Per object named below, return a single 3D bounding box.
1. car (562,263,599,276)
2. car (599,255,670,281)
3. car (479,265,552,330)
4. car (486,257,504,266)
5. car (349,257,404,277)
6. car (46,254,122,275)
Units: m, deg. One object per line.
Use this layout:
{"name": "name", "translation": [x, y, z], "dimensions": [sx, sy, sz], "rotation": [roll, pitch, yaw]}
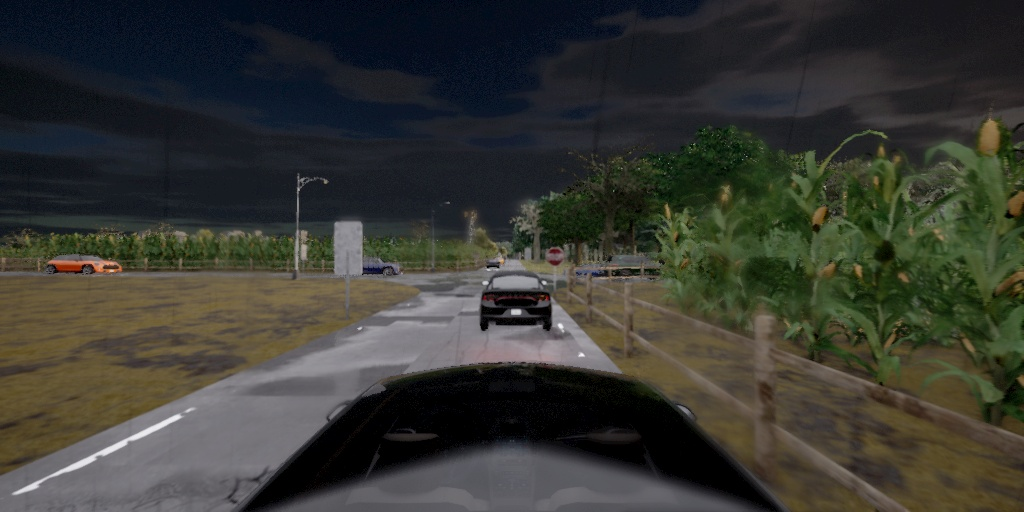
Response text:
{"name": "car", "translation": [7.567, 1.373, 34.691], "dimensions": [5.357, 1.411, 2.033], "rotation": [1, -1, 17]}
{"name": "car", "translation": [10.575, 1.013, 30.041], "dimensions": [5.566, 2.045, 2.150], "rotation": [1, -2, -9]}
{"name": "car", "translation": [0.086, 1.197, 11.003], "dimensions": [1.882, 1.535, 5.008], "rotation": [0, 0, 0]}
{"name": "car", "translation": [-2.711, 1.139, 52.609], "dimensions": [2.033, 1.411, 5.357], "rotation": [0, 0, 1]}
{"name": "car", "translation": [-11.477, 0.847, 30.104], "dimensions": [4.553, 1.767, 2.097], "rotation": [1, -1, 0]}
{"name": "car", "translation": [-35.886, 0.669, 30.169], "dimensions": [4.553, 1.767, 2.097], "rotation": [0, -1, 0]}
